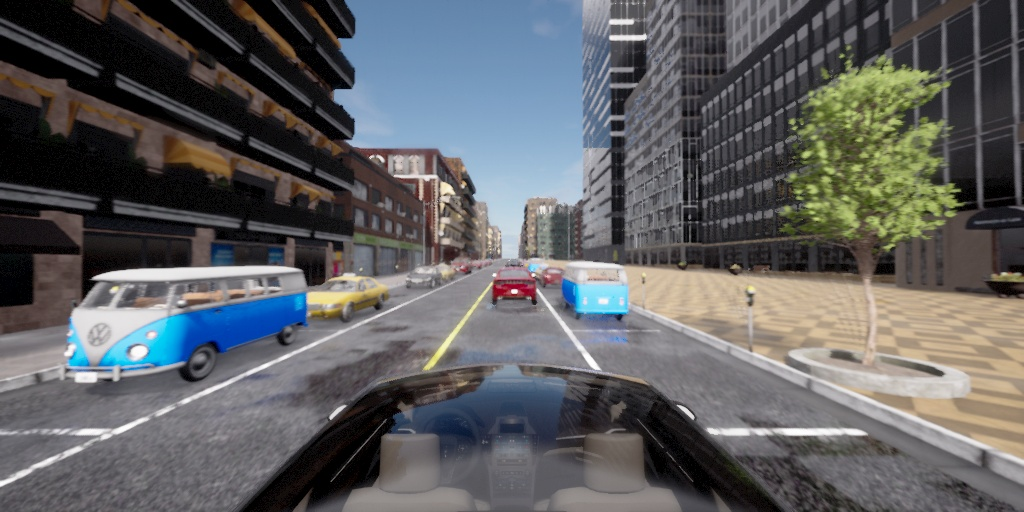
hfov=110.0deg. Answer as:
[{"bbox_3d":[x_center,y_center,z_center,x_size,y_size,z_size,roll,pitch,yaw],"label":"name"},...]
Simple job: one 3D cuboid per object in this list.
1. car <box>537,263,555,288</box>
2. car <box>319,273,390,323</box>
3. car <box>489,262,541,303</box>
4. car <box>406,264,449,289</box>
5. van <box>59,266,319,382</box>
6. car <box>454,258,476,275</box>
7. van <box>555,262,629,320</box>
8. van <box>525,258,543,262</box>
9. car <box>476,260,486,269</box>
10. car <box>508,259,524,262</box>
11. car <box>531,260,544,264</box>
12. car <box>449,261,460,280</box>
[{"bbox_3d":[2.694,1.369,23.590,1.802,1.307,4.207,0,0,0],"label":"car"},{"bbox_3d":[-5.688,1.294,12.283,1.751,1.417,4.829,0,0,0],"label":"car"},{"bbox_3d":[0.099,1.253,16.713,1.882,1.535,5.008,0,0,0],"label":"car"},{"bbox_3d":[-5.686,1.338,23.591,2.007,1.370,4.403,0,0,0],"label":"car"},{"bbox_3d":[-5.689,1.100,6.884,1.690,1.789,3.998,0,0,0],"label":"van"},{"bbox_3d":[-5.685,1.132,40.301,2.192,1.841,5.009,0,0,0],"label":"car"},{"bbox_3d":[2.693,1.109,12.452,1.690,1.789,3.998,0,0,0],"label":"van"},{"bbox_3d":[2.696,1.158,40.300,1.690,1.789,3.998,0,0,0],"label":"van"},{"bbox_3d":[-5.683,1.395,57.010,1.888,1.381,4.507,0,0,0],"label":"car"},{"bbox_3d":[0.105,1.323,40.822,1.837,1.490,4.892,0,0,0],"label":"car"},{"bbox_3d":[2.695,1.322,29.329,1.751,1.417,4.829,0,0,0],"label":"car"},{"bbox_3d":[-5.686,1.323,28.992,1.751,1.417,4.829,0,0,0],"label":"car"}]
